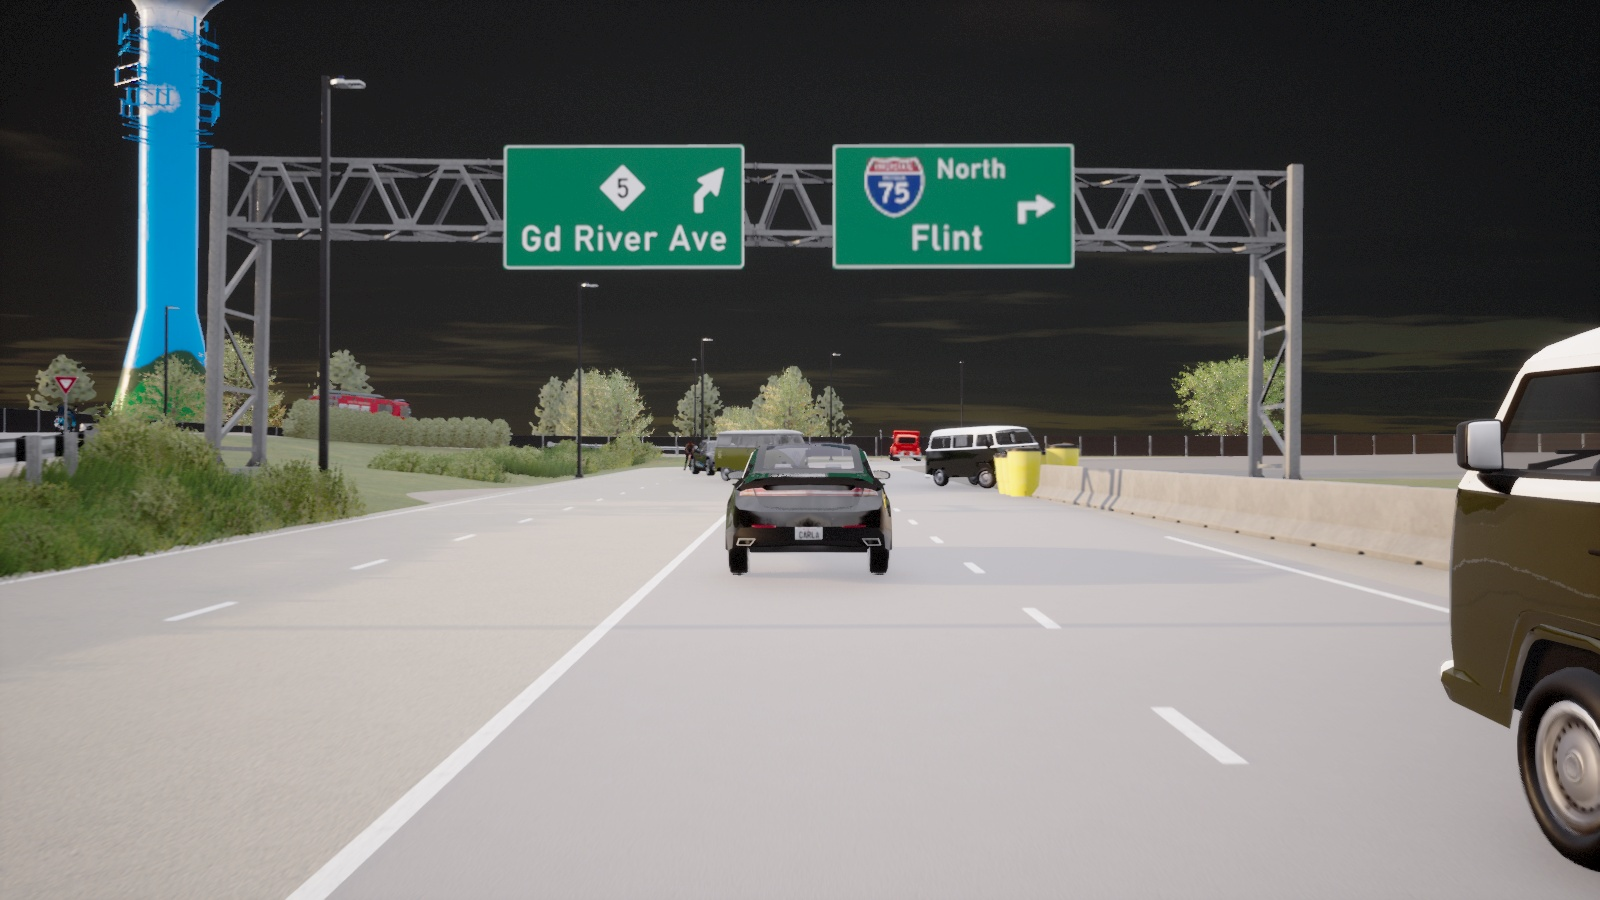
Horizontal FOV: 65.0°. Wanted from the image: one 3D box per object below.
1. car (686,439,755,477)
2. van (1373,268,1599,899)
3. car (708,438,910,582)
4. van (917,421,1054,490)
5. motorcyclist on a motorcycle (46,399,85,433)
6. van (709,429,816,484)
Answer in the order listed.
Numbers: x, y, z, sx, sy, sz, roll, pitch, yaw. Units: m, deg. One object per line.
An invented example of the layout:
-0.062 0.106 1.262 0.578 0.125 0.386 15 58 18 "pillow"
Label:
-3.716 0.327 57.727 2.033 1.649 4.856 0 0 -18 "car"
3.534 0.456 3.256 2.069 2.038 4.480 0 0 0 "van"
0.106 0.614 15.666 2.128 1.511 4.902 0 0 0 "car"
6.107 0.229 41.856 2.069 2.038 4.480 -4 0 -30 "van"
-36.276 -1.680 62.039 0.866 1.590 1.817 0 -1 -1 "motorcyclist on a motorcycle"
-1.476 0.217 47.878 1.775 1.987 4.442 0 1 -38 "van"
